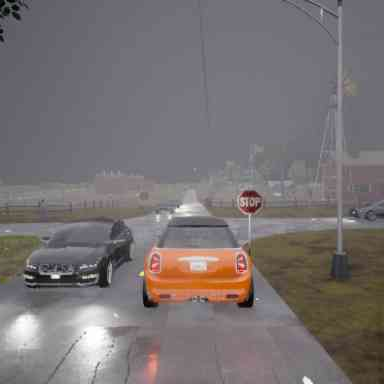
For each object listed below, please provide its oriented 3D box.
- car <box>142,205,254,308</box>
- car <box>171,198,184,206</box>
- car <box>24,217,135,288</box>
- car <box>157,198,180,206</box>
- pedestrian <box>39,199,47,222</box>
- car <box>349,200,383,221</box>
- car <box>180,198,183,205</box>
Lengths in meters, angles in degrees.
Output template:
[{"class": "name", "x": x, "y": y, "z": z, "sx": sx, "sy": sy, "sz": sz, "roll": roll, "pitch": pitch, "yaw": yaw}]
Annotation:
[{"class": "car", "x": 0.119, "y": 1.354, "z": 8.100, "sx": 2.097, "sy": 1.767, "sz": 4.553, "roll": 0, "pitch": 0, "yaw": 0}, {"class": "car", "x": -2.657, "y": 1.814, "z": 62.445, "sx": 2.033, "sy": 1.411, "sz": 5.357, "roll": 0, "pitch": -1, "yaw": 1}, {"class": "car", "x": -2.827, "y": 1.507, "z": 9.336, "sx": 1.837, "sy": 1.490, "sz": 4.892, "roll": 0, "pitch": 0, "yaw": 0}, {"class": "car", "x": -2.795, "y": 1.612, "z": 36.483, "sx": 2.033, "sy": 1.411, "sz": 5.357, "roll": 0, "pitch": 0, "yaw": 1}, {"class": "pedestrian", "x": -12.088, "y": 1.464, "z": 26.978, "sx": 0.375, "sy": 1.860, "sz": 0.375, "roll": 0, "pitch": 2, "yaw": 0}, {"class": "car", "x": 13.518, "y": 1.267, "z": 23.772, "sx": 4.181, "sy": 1.385, "sz": 1.994, "roll": -1, "pitch": 1, "yaw": -1}, {"class": "car", "x": -2.725, "y": 1.688, "z": 46.996, "sx": 1.994, "sy": 1.385, "sz": 4.181, "roll": 0, "pitch": 0, "yaw": 0}]
